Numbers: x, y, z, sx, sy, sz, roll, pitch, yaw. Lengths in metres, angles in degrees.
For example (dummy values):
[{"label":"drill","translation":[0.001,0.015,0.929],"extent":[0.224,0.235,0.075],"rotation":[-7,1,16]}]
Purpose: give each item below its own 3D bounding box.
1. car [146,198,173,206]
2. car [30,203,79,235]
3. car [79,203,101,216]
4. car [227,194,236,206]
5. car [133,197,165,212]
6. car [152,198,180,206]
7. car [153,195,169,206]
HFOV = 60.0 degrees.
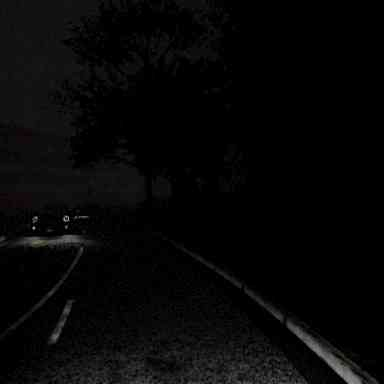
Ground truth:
[{"label":"car","translation":[-6.209,1.923,63.792],"extent":[4.674,1.452,2.002],"rotation":[0,0,21]},{"label":"car","translation":[-8.119,1.472,19.726],"extent":[2.097,1.767,4.553],"rotation":[-1,0,-16]},{"label":"car","translation":[-11.486,1.843,36.189],"extent":[1.994,1.385,4.181],"rotation":[-1,0,8]},{"label":"car","translation":[5.546,1.542,59.406],"extent":[5.566,2.045,2.435],"rotation":[0,0,21]},{"label":"car","translation":[-5.785,1.777,43.714],"extent":[1.882,1.535,5.008],"rotation":[0,-1,21]},{"label":"car","translation":[-5.179,1.887,66.425],"extent":[5.008,1.535,2.097],"rotation":[0,0,21]},{"label":"car","translation":[-7.267,1.628,61.172],"extent":[5.566,2.045,2.435],"rotation":[0,0,21]}]
